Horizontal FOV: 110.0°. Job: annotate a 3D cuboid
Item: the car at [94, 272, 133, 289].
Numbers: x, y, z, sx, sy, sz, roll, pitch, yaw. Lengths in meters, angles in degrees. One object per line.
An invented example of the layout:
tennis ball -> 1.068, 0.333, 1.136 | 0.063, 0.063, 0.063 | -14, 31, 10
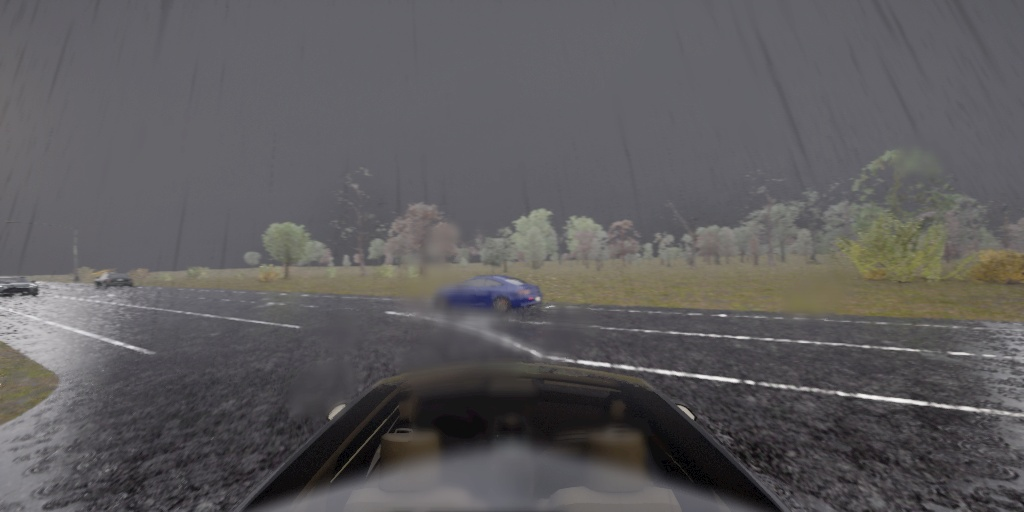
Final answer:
car -> -42.732, 2.577, 38.439 | 4.553, 1.767, 2.097 | -2, -1, 30

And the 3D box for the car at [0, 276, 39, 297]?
car -> -40.147, 2.427, 28.839 | 4.553, 1.767, 2.097 | -2, -1, 30

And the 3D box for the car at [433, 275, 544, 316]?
car -> -1.022, 1.471, 14.313 | 4.674, 1.442, 1.812 | -2, -1, 30
